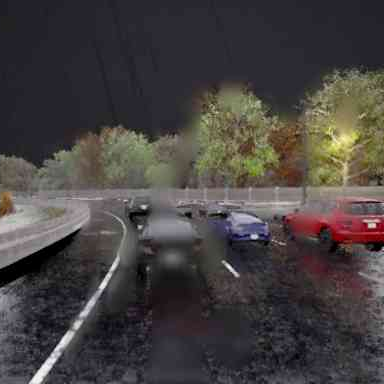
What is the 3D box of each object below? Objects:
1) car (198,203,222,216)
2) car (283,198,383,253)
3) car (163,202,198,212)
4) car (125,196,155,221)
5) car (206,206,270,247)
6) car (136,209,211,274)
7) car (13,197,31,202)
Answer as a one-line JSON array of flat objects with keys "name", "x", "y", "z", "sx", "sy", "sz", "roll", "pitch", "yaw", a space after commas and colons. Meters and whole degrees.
[{"name": "car", "x": 1.878, "y": 1.724, "z": 31.754, "sx": 1.994, "sy": 1.385, "sz": 4.181, "roll": 0, "pitch": 0, "yaw": -17}, {"name": "car", "x": 5.880, "y": 1.283, "z": 14.221, "sx": 2.150, "sy": 2.045, "sz": 5.566, "roll": 0, "pitch": -1, "yaw": -8}, {"name": "car", "x": -1.440, "y": 1.651, "z": 30.678, "sx": 2.128, "sy": 1.511, "sz": 4.902, "roll": 0, "pitch": 0, "yaw": -17}, {"name": "car", "x": -4.573, "y": 1.377, "z": 29.076, "sx": 2.150, "sy": 2.045, "sz": 5.566, "roll": 0, "pitch": 0, "yaw": -16}, {"name": "car", "x": 2.108, "y": 1.602, "z": 15.424, "sx": 1.812, "sy": 1.442, "sz": 4.674, "roll": 0, "pitch": 0, "yaw": -9}, {"name": "car", "x": -0.773, "y": 1.535, "z": 10.932, "sx": 1.882, "sy": 1.535, "sz": 5.008, "roll": 0, "pitch": 0, "yaw": -6}, {"name": "car", "x": -44.170, "y": 1.920, "z": 84.709, "sx": 5.357, "sy": 1.411, "sz": 2.033, "roll": 0, "pitch": 0, "yaw": 35}]
